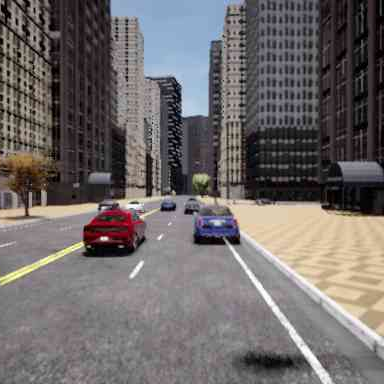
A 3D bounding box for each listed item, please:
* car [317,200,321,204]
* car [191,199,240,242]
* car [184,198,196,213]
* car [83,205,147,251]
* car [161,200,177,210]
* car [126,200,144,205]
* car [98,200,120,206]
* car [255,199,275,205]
[{"bbox_3d":[32.729,2.119,81.088,4.097,1.590,1.967,1,0,-1],"label":"car"},{"bbox_3d":[1.132,1.429,16.838,2.097,1.767,4.553,0,0,0],"label":"car"},{"bbox_3d":[0.023,1.730,39.809,2.033,1.411,5.357,0,0,0],"label":"car"},{"bbox_3d":[-3.155,1.544,14.416,1.882,1.535,5.008,0,0,0],"label":"car"},{"bbox_3d":[-3.162,1.773,45.667,1.994,1.385,4.181,0,0,0],"label":"car"},{"bbox_3d":[-6.585,1.703,38.610,1.812,1.442,4.674,0,-1,0],"label":"car"},{"bbox_3d":[-9.829,1.675,39.613,2.128,1.511,4.902,0,0,0],"label":"car"},{"bbox_3d":[15.902,2.160,72.365,4.403,1.369,2.008,1,0,-1],"label":"car"}]
